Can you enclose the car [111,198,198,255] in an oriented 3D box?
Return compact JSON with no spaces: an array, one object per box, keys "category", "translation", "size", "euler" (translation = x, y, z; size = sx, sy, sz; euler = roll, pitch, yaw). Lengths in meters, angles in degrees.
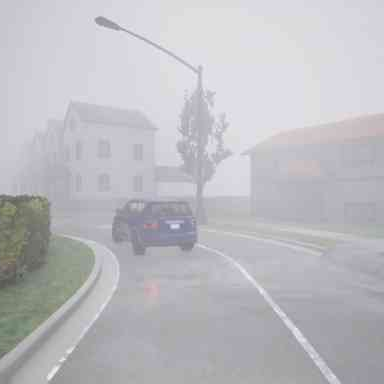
[{"category":"car","translation":[-1.718,1.258,13.625],"size":[2.150,2.045,5.566],"euler":[0,0,-25]}]
